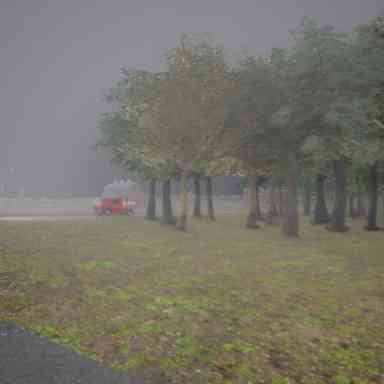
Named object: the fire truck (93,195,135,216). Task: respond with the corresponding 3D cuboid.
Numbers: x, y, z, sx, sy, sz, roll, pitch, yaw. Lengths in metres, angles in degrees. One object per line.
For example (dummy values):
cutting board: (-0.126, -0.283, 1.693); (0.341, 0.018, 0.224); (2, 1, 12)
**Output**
fire truck: (-15.170, 2.645, 65.399); (2.891, 3.827, 8.468); (-2, -3, 39)
